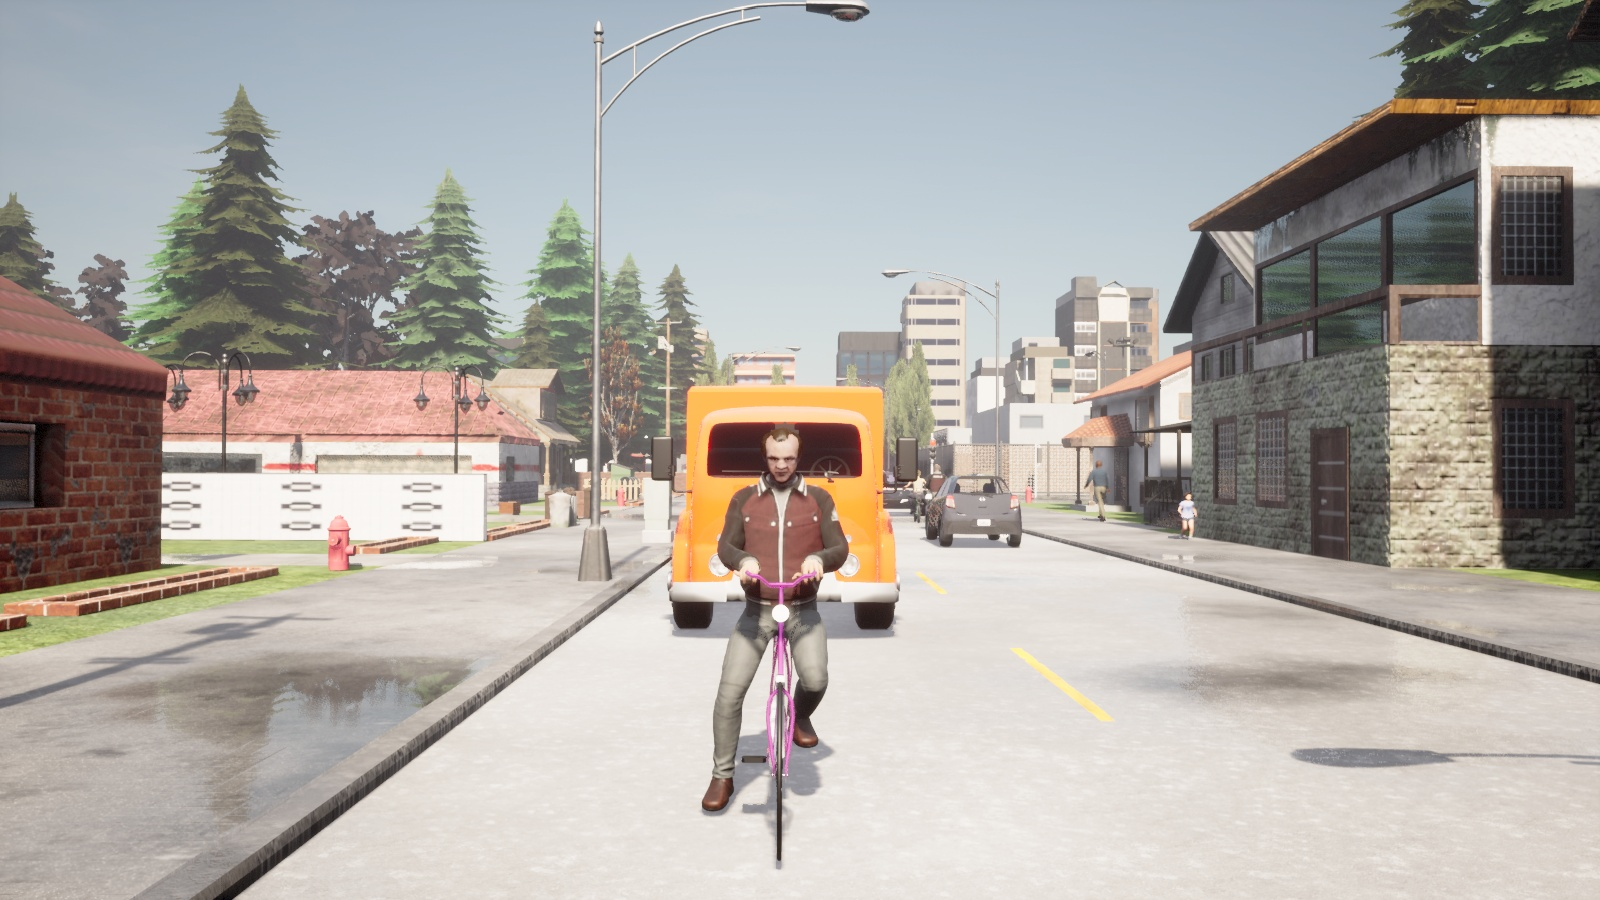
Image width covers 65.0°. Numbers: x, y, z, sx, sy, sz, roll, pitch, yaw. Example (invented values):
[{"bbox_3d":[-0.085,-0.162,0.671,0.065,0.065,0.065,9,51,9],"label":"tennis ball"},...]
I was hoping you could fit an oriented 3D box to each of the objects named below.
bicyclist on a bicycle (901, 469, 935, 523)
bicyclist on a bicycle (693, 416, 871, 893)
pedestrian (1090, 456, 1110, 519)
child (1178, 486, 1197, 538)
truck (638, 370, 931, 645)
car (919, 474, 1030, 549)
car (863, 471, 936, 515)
[{"bbox_3d":[3.580,1.378,38.293,0.866,1.612,1.509,0,-1,-1],"label":"bicyclist on a bicycle"},{"bbox_3d":[-0.079,0.780,5.614,0.659,1.776,1.843,0,-1,-1],"label":"bicyclist on a bicycle"},{"bbox_3d":[8.885,1.112,37.207,0.370,1.835,0.726,0,-1,-3],"label":"pedestrian"},{"bbox_3d":[8.326,1.323,26.992,0.255,1.110,0.394,0,-1,-1],"label":"child"},{"bbox_3d":[-0.168,0.562,13.922,2.627,2.467,5.204,0,-1,-1],"label":"truck"},{"bbox_3d":[3.697,1.269,27.173,1.845,1.501,3.633,0,-1,-1],"label":"car"},{"bbox_3d":[3.519,1.516,45.323,2.128,1.511,4.902,0,-1,-1],"label":"car"}]
